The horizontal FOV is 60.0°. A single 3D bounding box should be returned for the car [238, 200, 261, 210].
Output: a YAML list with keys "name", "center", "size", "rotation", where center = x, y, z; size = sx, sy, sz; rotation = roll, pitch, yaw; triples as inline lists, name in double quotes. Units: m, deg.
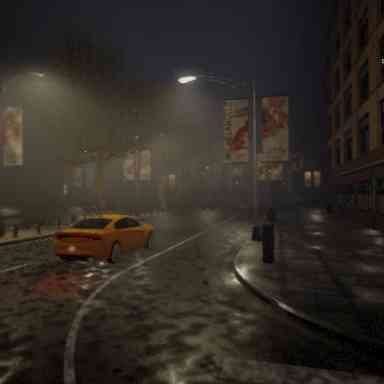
- name: "car"
  center: [8.397, 1.912, 48.634]
  size: [1.812, 1.442, 4.674]
  rotation: [-1, -1, 36]

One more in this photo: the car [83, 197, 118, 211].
- name: "car"
  center: [-11.144, 1.595, 40.913]
  size: [2.150, 2.045, 5.566]
  rotation: [0, -1, 15]

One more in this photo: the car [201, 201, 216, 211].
- name: "car"
  center: [2.447, 2.003, 48.533]
  size: [1.895, 1.301, 4.718]
  rotation: [0, 0, 8]

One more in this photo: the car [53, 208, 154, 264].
- name: "car"
  center: [-3.004, 1.592, 12.479]
  size: [1.882, 1.535, 5.008]
  rotation: [0, -1, 15]
